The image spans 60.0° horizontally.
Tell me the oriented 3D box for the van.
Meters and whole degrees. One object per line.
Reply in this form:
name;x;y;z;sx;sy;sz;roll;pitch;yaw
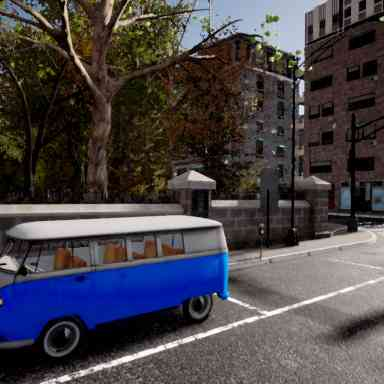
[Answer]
van;-1.220;1.342;5.631;3.998;1.788;1.690;0;1;-36
